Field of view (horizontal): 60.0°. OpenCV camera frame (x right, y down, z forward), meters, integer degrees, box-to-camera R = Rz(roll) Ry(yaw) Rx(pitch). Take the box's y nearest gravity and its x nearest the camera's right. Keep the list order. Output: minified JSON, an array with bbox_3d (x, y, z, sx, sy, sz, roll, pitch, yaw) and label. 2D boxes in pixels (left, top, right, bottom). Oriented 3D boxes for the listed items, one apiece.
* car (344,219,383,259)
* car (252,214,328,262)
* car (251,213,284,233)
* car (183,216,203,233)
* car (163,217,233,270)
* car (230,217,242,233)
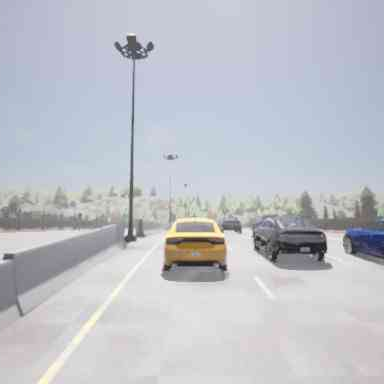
[{"bbox_3d":[7.094,1.643,11.535,1.882,1.535,5.008,0,-2,0],"label":"car"},{"bbox_3d":[3.594,1.712,12.976,2.128,1.511,4.902,0,-2,0],"label":"car"},{"bbox_3d":[7.085,2.979,31.637,2.097,1.767,4.553,0,-6,0],"label":"car"},{"bbox_3d":[0.085,3.154,31.864,1.837,1.490,4.892,0,-6,0],"label":"car"},{"bbox_3d":[0.094,1.644,11.569,1.882,1.535,5.008,0,-2,0],"label":"car"},{"bbox_3d":[3.585,3.161,32.054,2.128,1.511,4.902,0,-6,0],"label":"car"}]
